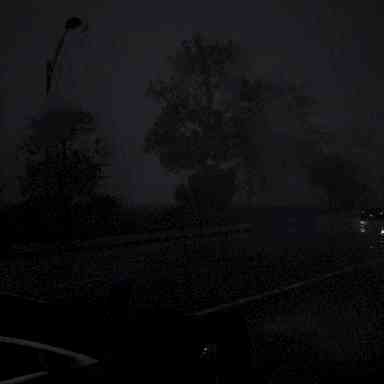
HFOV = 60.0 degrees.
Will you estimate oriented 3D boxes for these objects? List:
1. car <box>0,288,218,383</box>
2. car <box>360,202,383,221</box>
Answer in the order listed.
[{"bbox_3d":[-1.988,1.498,2.453,4.902,1.511,2.128,0,0,-36],"label":"car"},{"bbox_3d":[15.422,1.550,27.445,1.812,1.442,4.674,0,0,43],"label":"car"}]
